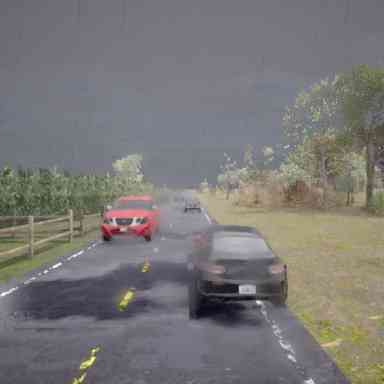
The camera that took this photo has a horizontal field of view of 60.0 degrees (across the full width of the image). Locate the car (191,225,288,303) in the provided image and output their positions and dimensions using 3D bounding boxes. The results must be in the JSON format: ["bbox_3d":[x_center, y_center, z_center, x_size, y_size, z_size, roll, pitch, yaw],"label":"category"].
[{"bbox_3d":[0.963,1.527,8.070,1.812,1.442,4.674,0,0,0],"label":"car"}]

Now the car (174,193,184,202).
[{"bbox_3d":[-2.756,1.149,72.885,2.150,2.045,5.566,0,0,0],"label":"car"}]

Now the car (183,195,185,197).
[{"bbox_3d":[0.018,1.478,48.640,1.837,1.490,4.892,0,0,0],"label":"car"}]

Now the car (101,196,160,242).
[{"bbox_3d":[-2.850,1.220,16.640,2.150,2.045,5.566,0,0,0],"label":"car"}]

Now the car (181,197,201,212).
[{"bbox_3d":[0.086,1.533,38.017,2.033,1.411,5.357,0,0,0],"label":"car"}]
